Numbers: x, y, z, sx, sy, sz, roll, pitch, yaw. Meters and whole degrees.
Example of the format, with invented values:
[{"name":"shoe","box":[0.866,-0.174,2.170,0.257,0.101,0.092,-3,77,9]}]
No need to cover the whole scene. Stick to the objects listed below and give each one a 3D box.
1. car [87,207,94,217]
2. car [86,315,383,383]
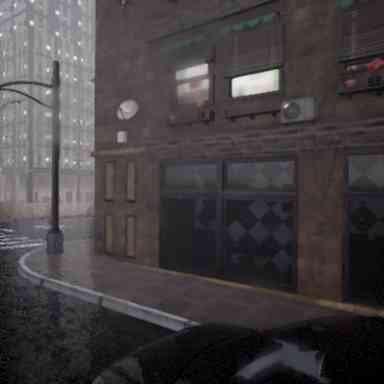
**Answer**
[{"name":"car","box":[-6.815,1.451,28.259,2.008,1.369,4.403,0,-1,35]},{"name":"car","box":[1.118,1.562,2.086,4.313,1.339,1.947,1,0,35]}]
